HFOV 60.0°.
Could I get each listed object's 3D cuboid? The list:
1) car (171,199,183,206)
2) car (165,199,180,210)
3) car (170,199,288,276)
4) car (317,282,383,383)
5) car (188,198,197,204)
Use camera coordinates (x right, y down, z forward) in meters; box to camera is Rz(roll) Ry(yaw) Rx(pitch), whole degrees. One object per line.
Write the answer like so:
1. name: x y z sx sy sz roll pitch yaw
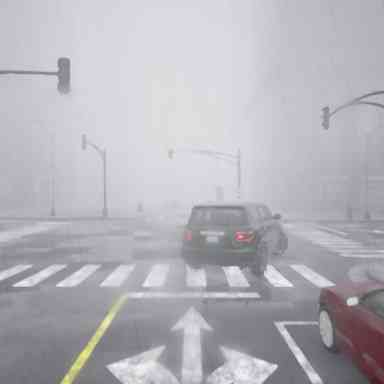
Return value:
1. car: -2.917 2.056 66.704 2.033 1.411 5.357 0 0 0
2. car: -3.024 1.927 50.518 2.033 1.411 5.357 0 0 0
3. car: 1.586 1.308 10.958 2.150 2.045 5.566 -1 -1 23
4. car: 2.752 1.571 3.359 1.887 1.381 4.507 -1 0 0
5. car: 0.113 2.142 77.517 1.895 1.301 4.718 0 0 0
